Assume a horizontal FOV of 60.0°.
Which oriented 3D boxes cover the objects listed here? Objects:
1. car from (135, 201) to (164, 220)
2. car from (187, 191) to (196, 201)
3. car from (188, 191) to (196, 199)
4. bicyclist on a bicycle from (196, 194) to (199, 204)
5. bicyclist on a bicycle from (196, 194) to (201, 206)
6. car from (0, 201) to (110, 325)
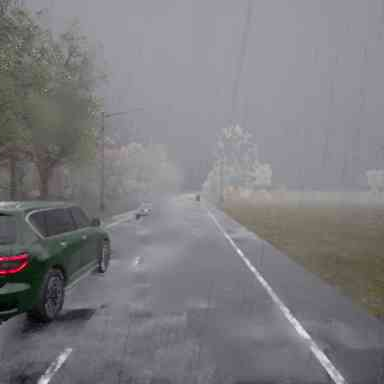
[{"bbox_3d":[-3.414,1.438,27.241,2.033,1.411,5.357,0,0,0],"label":"car"},{"bbox_3d":[-0.028,1.177,75.850,1.882,1.535,5.008,0,0,0],"label":"car"},{"bbox_3d":[-0.036,0.740,89.170,2.150,2.045,5.566,0,0,0],"label":"car"},{"bbox_3d":[0.940,1.230,56.142,0.582,1.620,1.656,0,0,0],"label":"bicyclist on a bicycle"},{"bbox_3d":[0.945,1.182,47.482,0.659,1.776,1.843,0,0,0],"label":"bicyclist on a bicycle"},{"bbox_3d":[-3.406,1.192,7.213,2.150,2.045,5.566,0,0,0],"label":"car"}]
